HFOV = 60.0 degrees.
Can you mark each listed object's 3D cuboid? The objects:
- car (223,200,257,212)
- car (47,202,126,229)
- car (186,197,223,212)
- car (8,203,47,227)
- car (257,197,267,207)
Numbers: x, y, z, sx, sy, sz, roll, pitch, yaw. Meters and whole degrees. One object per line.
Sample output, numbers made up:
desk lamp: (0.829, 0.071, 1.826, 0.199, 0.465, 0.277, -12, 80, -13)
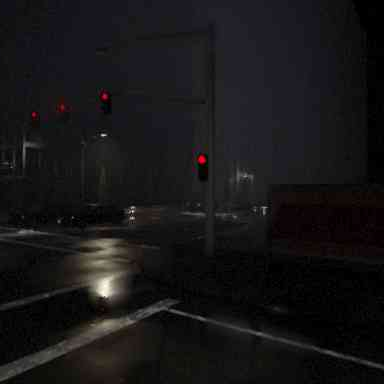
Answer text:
car: (5.386, 1.640, 38.839, 1.895, 1.301, 4.718, 0, 0, 36)
car: (-6.604, 1.532, 22.095, 2.128, 1.511, 4.902, 0, 0, 36)
car: (1.252, 1.389, 39.076, 2.097, 1.767, 4.553, 0, 0, 36)
car: (-10.081, 1.514, 23.250, 1.882, 1.535, 5.008, 0, 0, 36)
car: (11.849, 1.601, 53.723, 1.837, 1.490, 4.892, 0, 0, 36)
